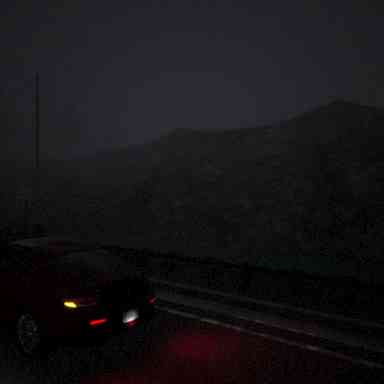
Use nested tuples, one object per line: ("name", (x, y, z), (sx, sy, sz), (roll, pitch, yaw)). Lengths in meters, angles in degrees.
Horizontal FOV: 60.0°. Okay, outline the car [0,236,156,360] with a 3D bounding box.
("car", (-2.717, 1.533, 5.924), (4.674, 1.442, 1.812), (0, 0, 35))
